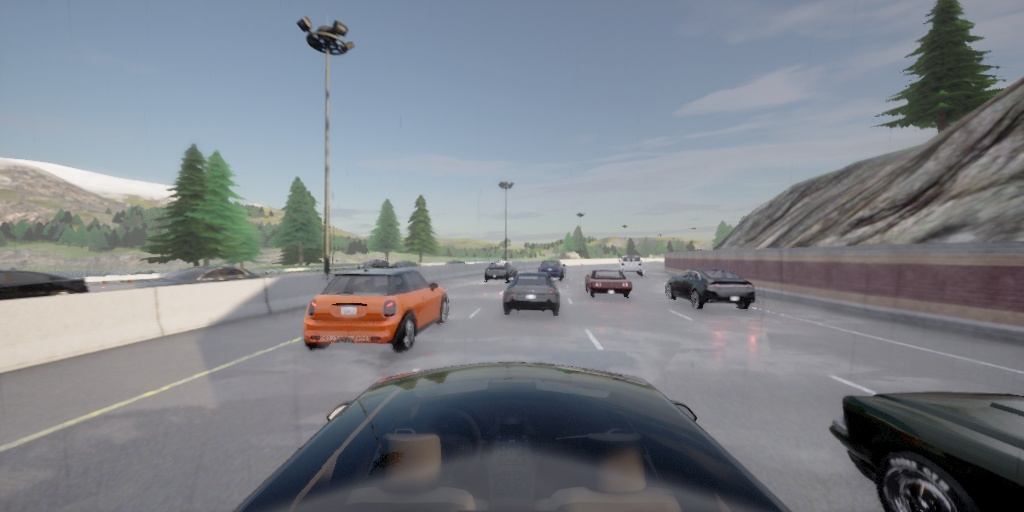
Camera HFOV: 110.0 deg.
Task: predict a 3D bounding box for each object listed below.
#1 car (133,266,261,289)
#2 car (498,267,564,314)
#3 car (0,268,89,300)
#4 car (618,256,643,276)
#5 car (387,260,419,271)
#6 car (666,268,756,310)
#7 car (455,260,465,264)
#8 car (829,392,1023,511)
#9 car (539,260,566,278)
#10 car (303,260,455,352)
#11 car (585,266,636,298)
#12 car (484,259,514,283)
[{"bbox_3d":[-13.299,1.202,15.512,1.837,1.490,4.892,0,0,6],"label":"car"},{"bbox_3d":[0.805,1.304,13.744,1.994,1.385,4.181,0,0,5],"label":"car"},{"bbox_3d":[-17.141,1.167,11.466,1.882,1.535,5.008,0,0,5],"label":"car"},{"bbox_3d":[12.413,0.971,37.581,2.150,2.045,5.566,0,0,16],"label":"car"},{"bbox_3d":[-14.165,1.226,46.901,1.994,1.385,4.181,0,0,17],"label":"car"},{"bbox_3d":[7.913,1.251,14.767,2.128,1.511,4.902,0,0,6],"label":"car"},{"bbox_3d":[-8.484,1.236,53.011,1.994,1.385,4.181,0,0,20],"label":"car"},{"bbox_3d":[3.646,1.362,0.880,1.895,1.301,4.718,0,0,0],"label":"car"},{"bbox_3d":[3.482,1.082,30.755,2.097,1.767,4.553,0,0,12],"label":"car"},{"bbox_3d":[-3.062,1.085,9.109,2.097,1.767,4.553,0,0,3],"label":"car"},{"bbox_3d":[4.836,1.348,18.602,1.895,1.301,4.718,0,0,7],"label":"car"},{"bbox_3d":[-0.763,1.213,27.500,2.128,1.511,4.902,0,0,11],"label":"car"}]
